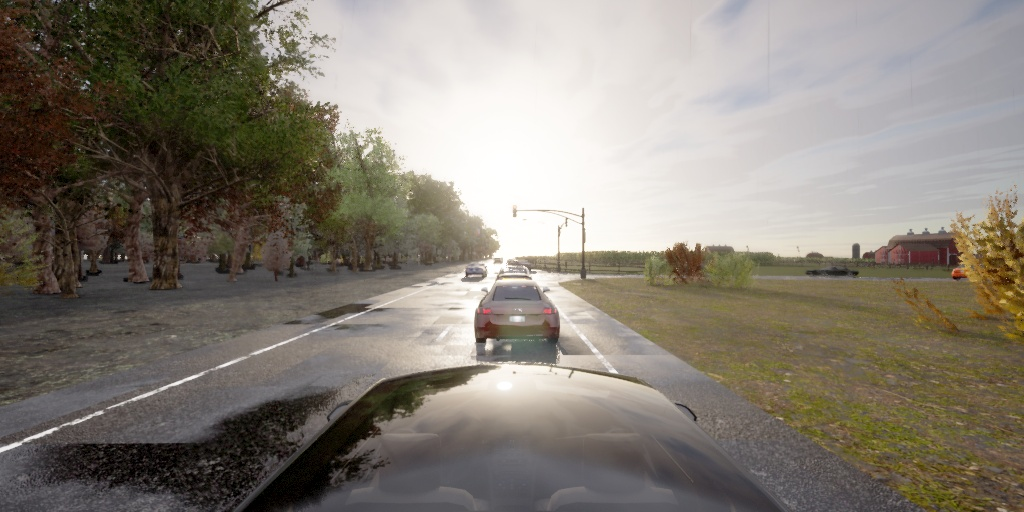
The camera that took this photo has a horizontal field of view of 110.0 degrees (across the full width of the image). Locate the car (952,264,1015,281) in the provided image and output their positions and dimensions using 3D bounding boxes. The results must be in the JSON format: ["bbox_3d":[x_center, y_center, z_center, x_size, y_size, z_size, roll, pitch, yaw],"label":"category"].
[{"bbox_3d":[48.889,1.633,37.213,4.553,1.767,2.097,1,-1,0],"label":"car"}]

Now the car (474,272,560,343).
[{"bbox_3d":[0.100,1.316,9.675,1.994,1.385,4.181,0,0,0],"label":"car"}]

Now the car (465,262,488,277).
[{"bbox_3d":[-3.414,1.304,34.780,2.033,1.411,5.357,0,0,0],"label":"car"}]

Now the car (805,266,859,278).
[{"bbox_3d":[36.344,1.805,40.856,4.718,1.301,1.895,1,-1,0],"label":"car"}]

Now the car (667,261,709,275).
[{"bbox_3d":[20.095,1.378,40.930,4.553,1.767,2.097,1,-1,0],"label":"car"}]

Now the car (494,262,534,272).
[{"bbox_3d":[0.094,1.245,18.573,2.128,1.511,4.902,0,0,0],"label":"car"}]

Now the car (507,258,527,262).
[{"bbox_3d":[1.064,1.297,48.320,2.033,1.411,5.357,0,0,-25],"label":"car"}]
